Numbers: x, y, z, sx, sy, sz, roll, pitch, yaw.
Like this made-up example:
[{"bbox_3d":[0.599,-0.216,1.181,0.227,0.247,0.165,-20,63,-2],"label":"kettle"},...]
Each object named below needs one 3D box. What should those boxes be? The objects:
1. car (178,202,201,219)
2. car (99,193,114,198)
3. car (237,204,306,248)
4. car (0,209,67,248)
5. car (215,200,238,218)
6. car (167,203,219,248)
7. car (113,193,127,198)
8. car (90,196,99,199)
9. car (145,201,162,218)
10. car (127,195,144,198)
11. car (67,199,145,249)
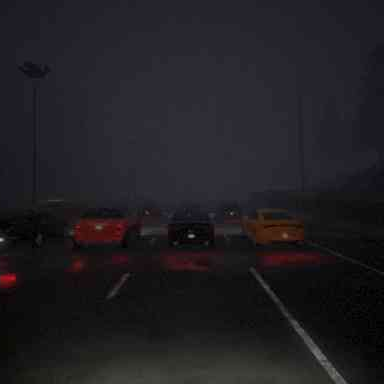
[{"bbox_3d":[-0.244,1.614,29.834,1.895,1.301,4.718,0,0,-1],"label":"car"},{"bbox_3d":[-19.035,1.177,78.629,2.150,2.045,5.566,0,0,14],"label":"car"},{"bbox_3d":[3.446,1.482,14.849,1.882,1.535,5.008,0,0,-1],"label":"car"},{"bbox_3d":[-7.054,1.513,14.716,1.837,1.490,4.892,0,0,-1],"label":"car"},{"bbox_3d":[3.256,1.514,29.848,1.837,1.490,4.892,0,0,-1],"label":"car"},{"bbox_3d":[-0.054,1.482,14.805,1.882,1.535,5.008,0,0,-1],"label":"car"},{"bbox_3d":[-15.677,1.497,77.648,2.033,1.411,5.357,0,0,14],"label":"car"},{"bbox_3d":[-22.387,1.542,79.638,1.895,1.301,4.718,0,0,14],"label":"car"},{"bbox_3d":[-3.744,1.530,29.759,1.812,1.442,4.674,0,0,-1],"label":"car"},{"bbox_3d":[-12.325,1.488,76.638,2.128,1.511,4.902,0,0,14],"label":"car"},{"bbox_3d":[-3.553,1.363,14.730,2.097,1.767,4.553,0,0,-1],"label":"car"}]
